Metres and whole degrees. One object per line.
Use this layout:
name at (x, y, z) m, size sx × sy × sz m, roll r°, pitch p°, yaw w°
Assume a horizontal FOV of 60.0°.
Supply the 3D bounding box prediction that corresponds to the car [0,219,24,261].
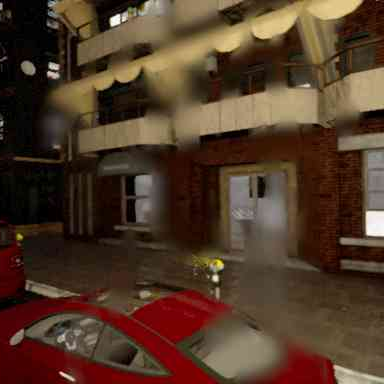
car at (-5.318, 1.373, 6.647) m, size 5.009 × 1.841 × 2.192 m, roll -1°, pitch -1°, yaw 36°

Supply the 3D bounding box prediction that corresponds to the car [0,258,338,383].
car at (-0.715, 1.599, 3.357) m, size 4.206 × 1.307 × 1.802 m, roll -1°, pitch -1°, yaw 36°
